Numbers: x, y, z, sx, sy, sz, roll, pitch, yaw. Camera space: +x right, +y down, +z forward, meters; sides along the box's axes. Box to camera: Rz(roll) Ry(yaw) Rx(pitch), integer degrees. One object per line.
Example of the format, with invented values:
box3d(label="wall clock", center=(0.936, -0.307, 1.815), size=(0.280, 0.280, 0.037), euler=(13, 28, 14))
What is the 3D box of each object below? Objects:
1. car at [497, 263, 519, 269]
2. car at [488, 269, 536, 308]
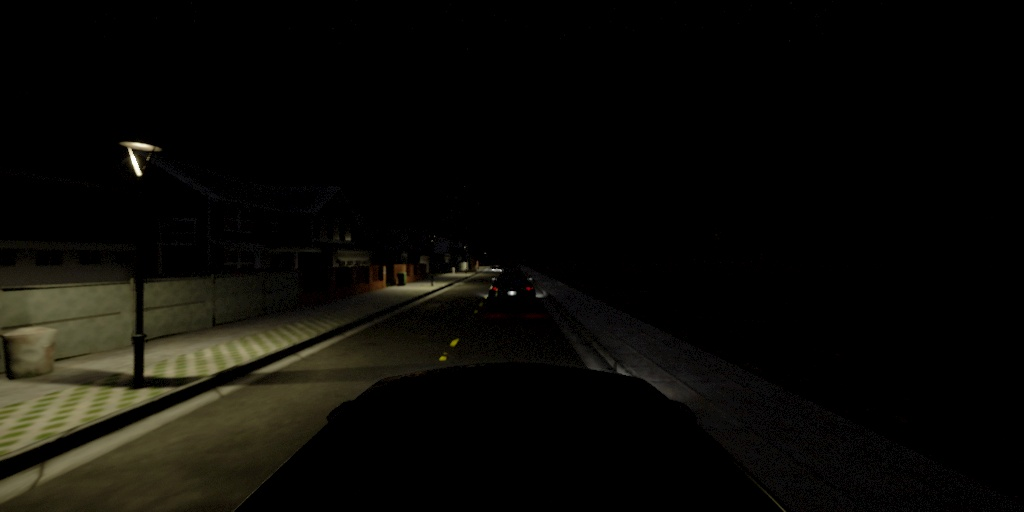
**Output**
box3d(label="car", center=(0.008, 1.589, 31.132), size=(1.994, 1.385, 4.181), euler=(0, -1, 0))
box3d(label="car", center=(0.006, 1.448, 16.127), size=(1.994, 1.385, 4.181), euler=(0, 0, 0))
